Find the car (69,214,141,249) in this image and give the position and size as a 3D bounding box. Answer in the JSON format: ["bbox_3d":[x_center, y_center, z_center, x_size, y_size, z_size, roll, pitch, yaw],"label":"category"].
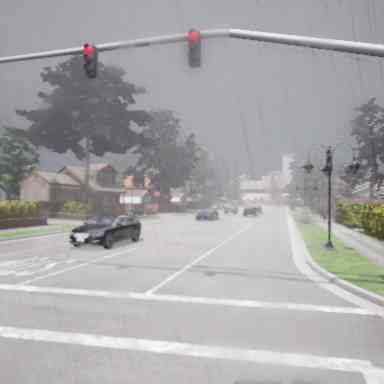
[{"bbox_3d":[-4.190,1.882,16.793,2.128,1.511,4.902,0,-1,16],"label":"car"}]

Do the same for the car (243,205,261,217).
[{"bbox_3d":[8.694,2.890,49.522,1.837,1.490,4.892,0,-2,16],"label":"car"}]

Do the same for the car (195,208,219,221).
[{"bbox_3d":[1.861,2.569,38.554,2.033,1.411,5.357,0,-1,16],"label":"car"}]

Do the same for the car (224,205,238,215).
[{"bbox_3d":[6.506,2.939,54.902,1.812,1.442,4.674,0,-1,16],"label":"car"}]
